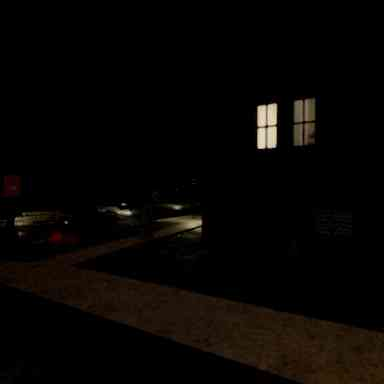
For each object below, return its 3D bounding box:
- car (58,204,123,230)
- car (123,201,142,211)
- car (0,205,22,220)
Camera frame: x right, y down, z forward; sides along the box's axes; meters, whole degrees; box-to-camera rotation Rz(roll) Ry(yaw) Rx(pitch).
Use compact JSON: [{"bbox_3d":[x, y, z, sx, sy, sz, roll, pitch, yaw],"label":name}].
[{"bbox_3d":[-7.189,1.740,23.304,2.128,1.511,4.902,1,-1,18],"label":"car"},{"bbox_3d":[-8.980,2.009,48.791,1.812,1.442,4.674,1,-1,20],"label":"car"},{"bbox_3d":[-16.426,1.701,26.983,2.033,1.411,5.357,1,-1,17],"label":"car"}]
